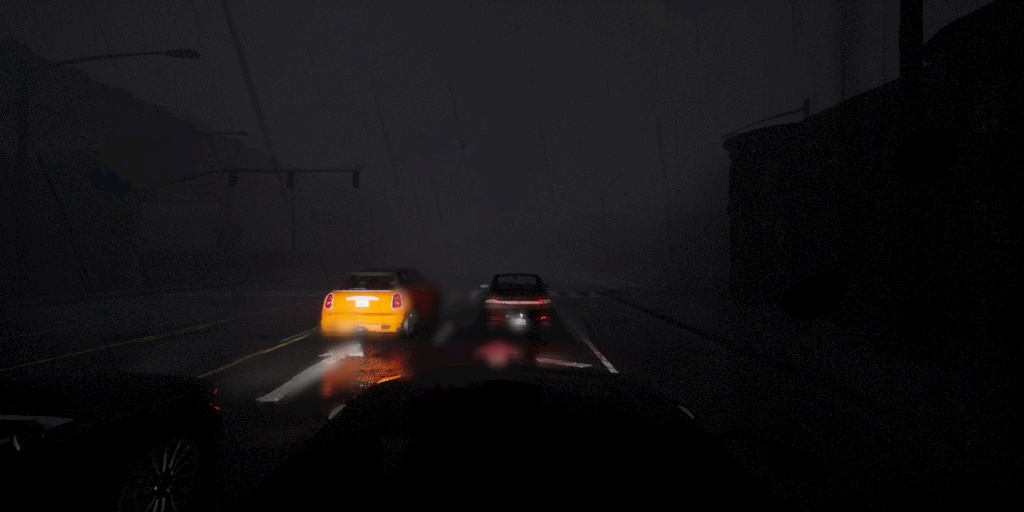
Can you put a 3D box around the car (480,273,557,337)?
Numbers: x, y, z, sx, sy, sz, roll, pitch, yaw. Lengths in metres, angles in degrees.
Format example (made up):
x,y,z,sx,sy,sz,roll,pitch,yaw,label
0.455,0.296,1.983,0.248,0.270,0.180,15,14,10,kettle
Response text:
x,y,z,sx,sy,sz,roll,pitch,yaw,label
0.115,1.242,10.292,2.128,1.511,4.902,0,0,-1,car

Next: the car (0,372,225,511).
x,y,z,sx,sy,sz,roll,pitch,yaw,label
-3.400,1.242,1.101,2.128,1.511,4.902,0,0,0,car

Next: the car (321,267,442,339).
x,y,z,sx,sy,sz,roll,pitch,yaw,label
-3.394,1.102,10.250,2.097,1.767,4.553,0,0,0,car
